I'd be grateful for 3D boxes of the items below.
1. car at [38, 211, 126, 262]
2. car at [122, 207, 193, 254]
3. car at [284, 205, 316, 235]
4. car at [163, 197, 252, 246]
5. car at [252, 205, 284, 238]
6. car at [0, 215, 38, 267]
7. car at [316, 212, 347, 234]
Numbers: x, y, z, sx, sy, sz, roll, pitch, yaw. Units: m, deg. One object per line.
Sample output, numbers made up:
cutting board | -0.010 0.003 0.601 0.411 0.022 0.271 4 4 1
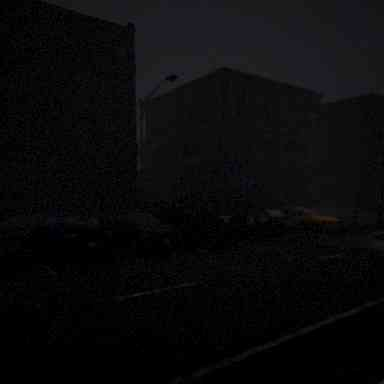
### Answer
car | -4.599 1.507 12.484 2.097 1.535 5.008 0 0 -36
car | -2.378 1.513 14.116 2.097 1.535 5.008 0 0 -36
car | 4.301 1.594 18.987 2.002 1.452 4.674 0 0 -36
car | -0.165 1.272 15.761 2.435 2.045 5.566 0 0 -36
car | 2.096 1.411 17.335 2.185 1.767 4.553 0 0 -36
car | -6.832 1.506 10.868 2.231 1.521 4.892 0 0 -36
car | 6.641 1.571 20.459 1.946 1.575 5.366 1 0 -36
